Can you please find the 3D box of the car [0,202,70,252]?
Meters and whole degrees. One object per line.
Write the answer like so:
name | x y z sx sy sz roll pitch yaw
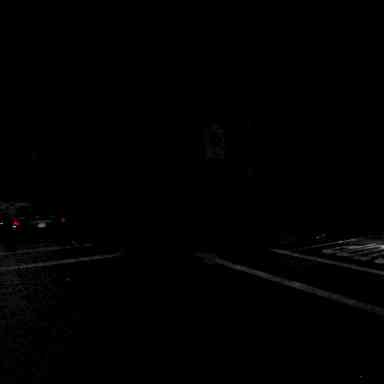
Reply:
car | -6.605 1.194 13.515 2.097 1.767 4.553 -2 1 -37
